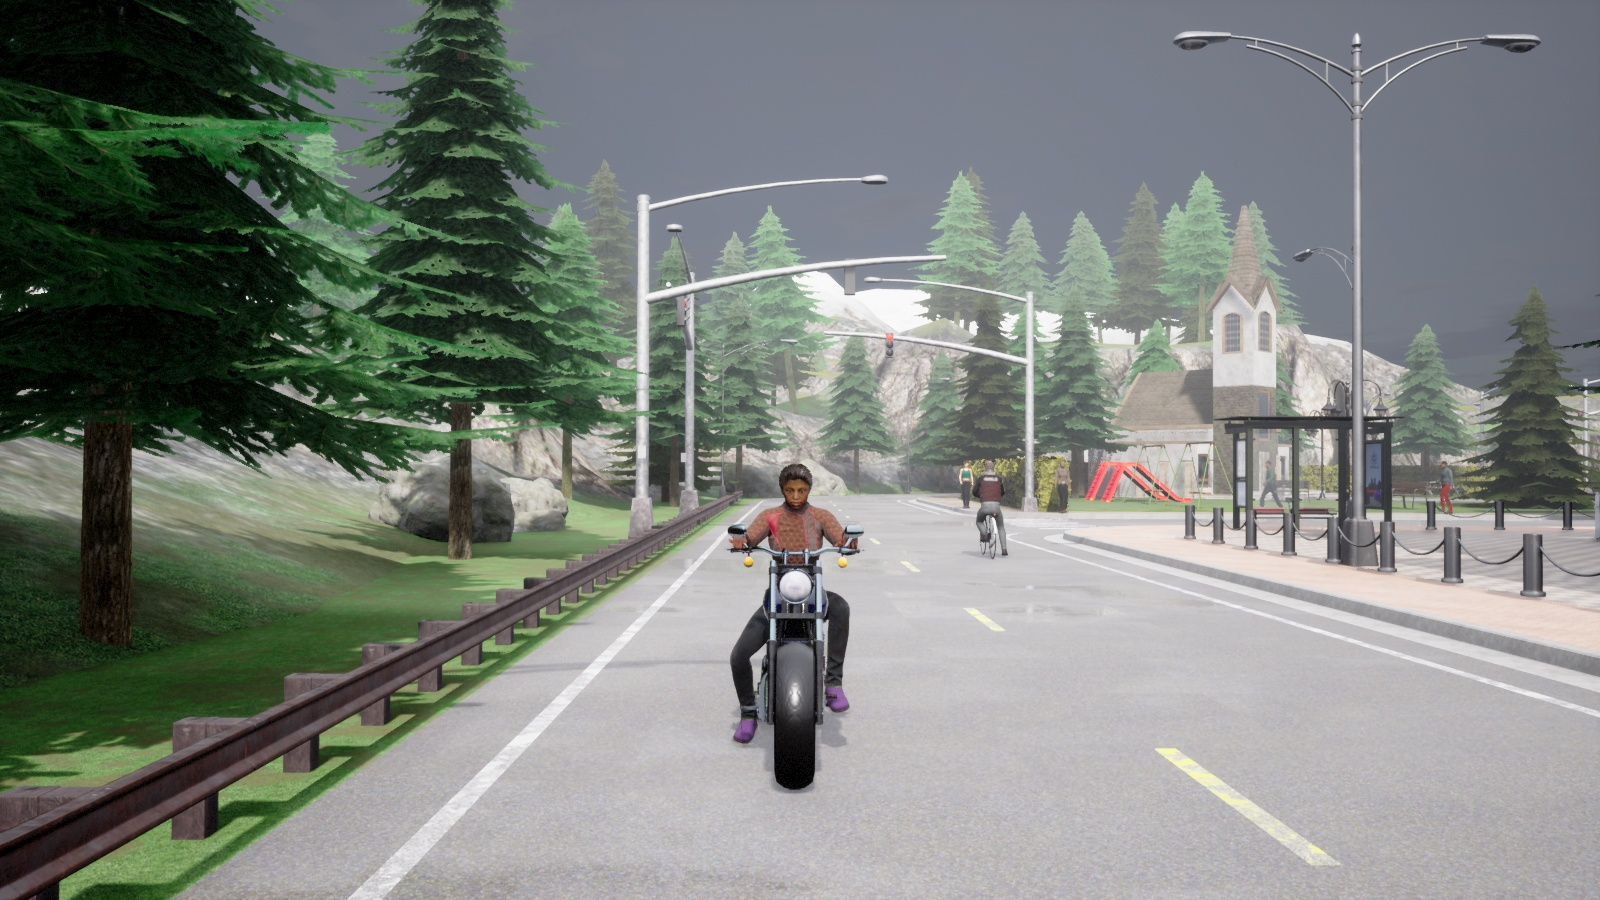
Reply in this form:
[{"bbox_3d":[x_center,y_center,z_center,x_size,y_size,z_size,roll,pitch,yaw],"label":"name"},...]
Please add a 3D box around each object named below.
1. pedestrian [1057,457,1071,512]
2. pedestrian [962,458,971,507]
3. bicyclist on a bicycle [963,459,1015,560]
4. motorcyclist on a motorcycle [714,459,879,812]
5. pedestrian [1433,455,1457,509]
[{"bbox_3d":[8.924,1.168,42.474,0.331,1.846,0.634,0,-1,1],"label":"pedestrian"},{"bbox_3d":[6.286,1.238,47.383,0.345,1.836,0.594,0,-1,7],"label":"pedestrian"},{"bbox_3d":[3.438,1.056,22.945,0.659,1.776,1.843,0,-1,0],"label":"bicyclist on a bicycle"},{"bbox_3d":[-0.019,0.883,7.064,0.766,1.649,2.350,0,-1,0],"label":"motorcyclist on a motorcycle"},{"bbox_3d":[21.975,1.089,42.767,0.614,1.847,0.353,0,-1,1],"label":"pedestrian"}]
